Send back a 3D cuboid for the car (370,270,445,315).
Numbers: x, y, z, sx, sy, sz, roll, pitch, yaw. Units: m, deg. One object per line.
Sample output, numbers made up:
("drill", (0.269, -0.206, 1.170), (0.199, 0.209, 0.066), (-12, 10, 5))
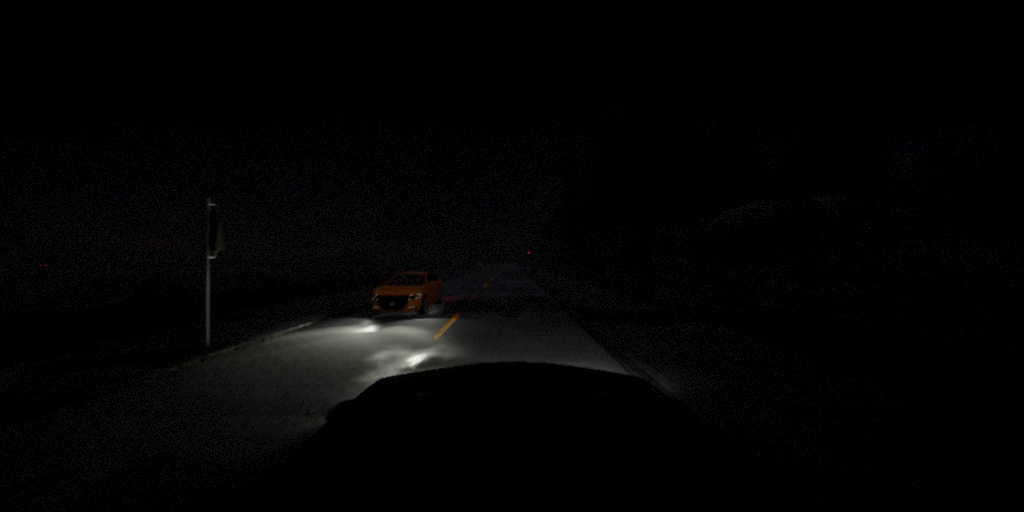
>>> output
("car", (-4.002, 1.346, 14.437), (1.882, 1.535, 5.008), (0, -1, 0))
